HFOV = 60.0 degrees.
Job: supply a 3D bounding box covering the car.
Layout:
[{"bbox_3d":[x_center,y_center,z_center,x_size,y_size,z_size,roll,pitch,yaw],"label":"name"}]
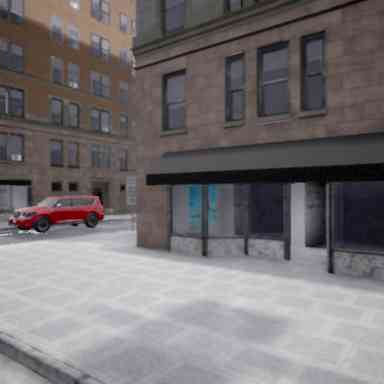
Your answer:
[{"bbox_3d":[-8.025,1.245,20.365,2.150,2.045,5.566,0,0,36],"label":"car"}]
